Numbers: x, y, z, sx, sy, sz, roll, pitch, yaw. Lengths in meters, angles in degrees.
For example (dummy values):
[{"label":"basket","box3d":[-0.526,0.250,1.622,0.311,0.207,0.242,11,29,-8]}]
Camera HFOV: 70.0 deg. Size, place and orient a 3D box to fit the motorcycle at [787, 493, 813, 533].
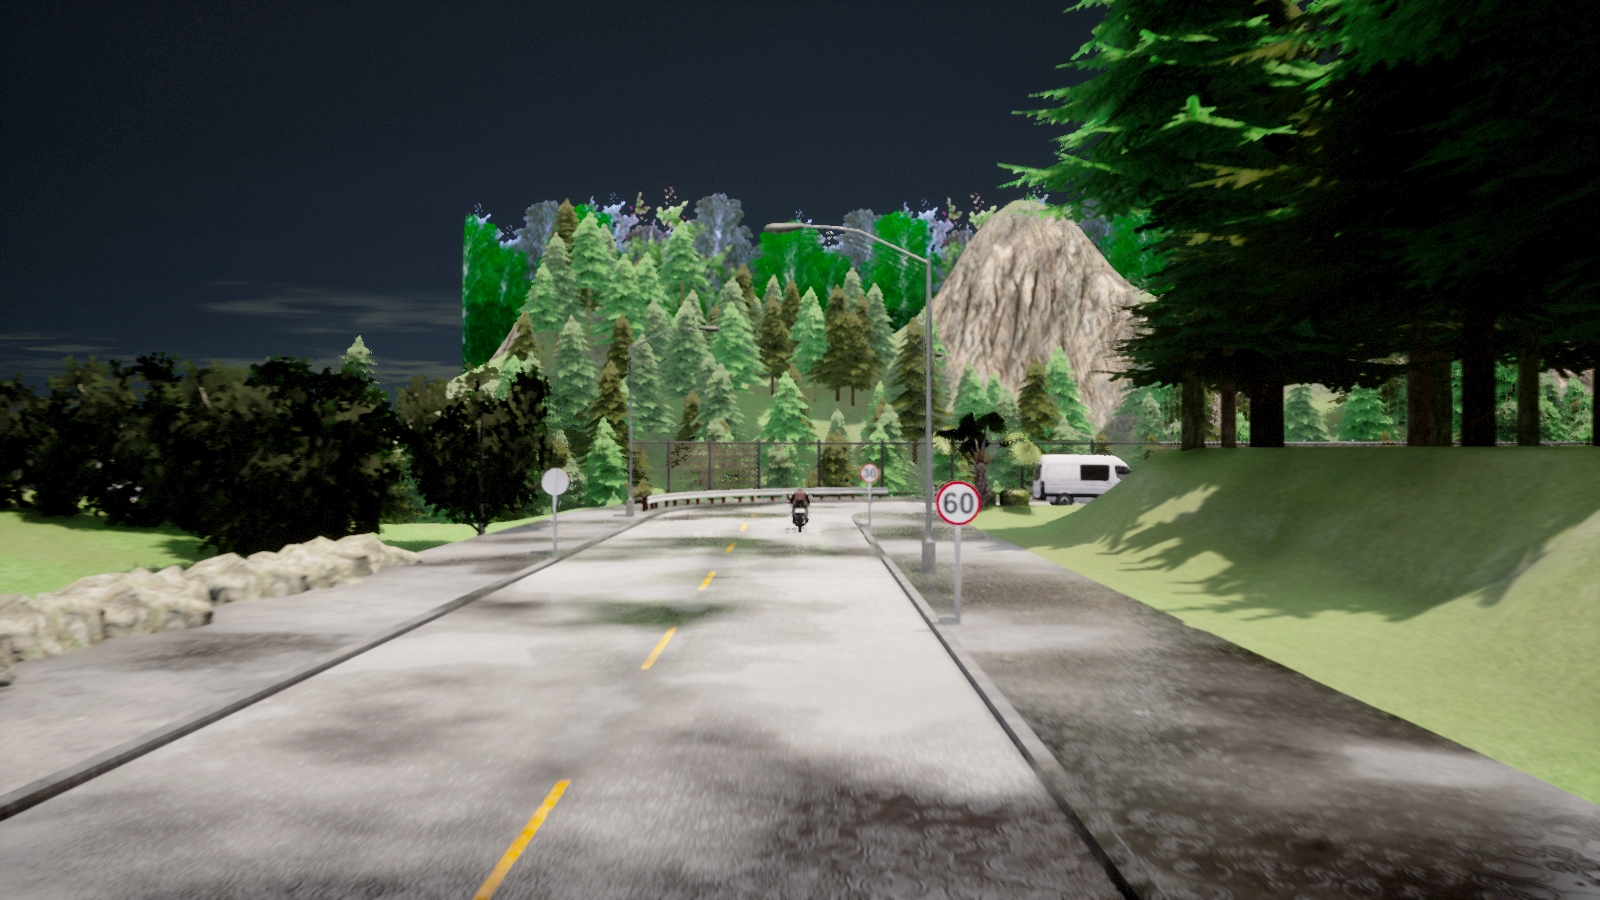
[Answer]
[{"label":"motorcycle","box3d":[0.008,2.189,39.826,0.867,1.251,2.209,0,0,0]}]
